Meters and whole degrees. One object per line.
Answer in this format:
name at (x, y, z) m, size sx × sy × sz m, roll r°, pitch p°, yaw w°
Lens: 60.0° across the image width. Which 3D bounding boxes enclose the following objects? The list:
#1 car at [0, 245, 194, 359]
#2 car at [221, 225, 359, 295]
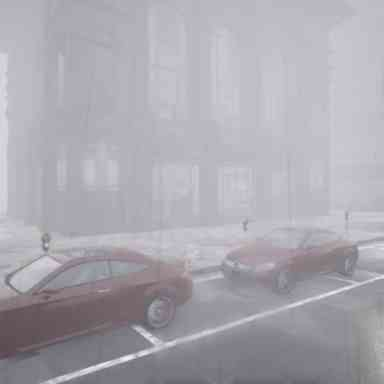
car at (-1.906, 1.574, 5.291) m, size 4.206 × 1.307 × 1.802 m, roll 0°, pitch 0°, yaw -36°
car at (2.666, 1.544, 8.556) m, size 4.206 × 1.307 × 1.802 m, roll 0°, pitch 0°, yaw -36°
